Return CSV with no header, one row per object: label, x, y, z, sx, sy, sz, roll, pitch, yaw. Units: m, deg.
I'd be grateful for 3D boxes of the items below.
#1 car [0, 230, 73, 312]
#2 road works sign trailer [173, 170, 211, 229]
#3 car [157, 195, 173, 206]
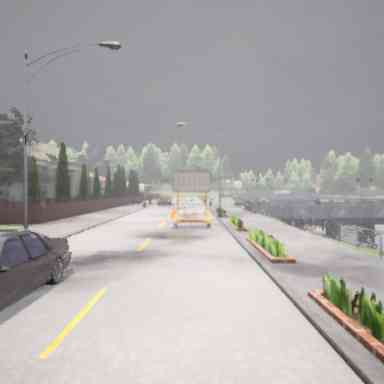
car,-4.101,1.529,6.658,2.033,1.411,5.357,0,0,0
road works sign trailer,-0.001,0.408,20.886,2.380,3.560,2.880,0,0,0
car,-4.069,1.217,50.027,2.097,1.767,4.553,0,0,0
